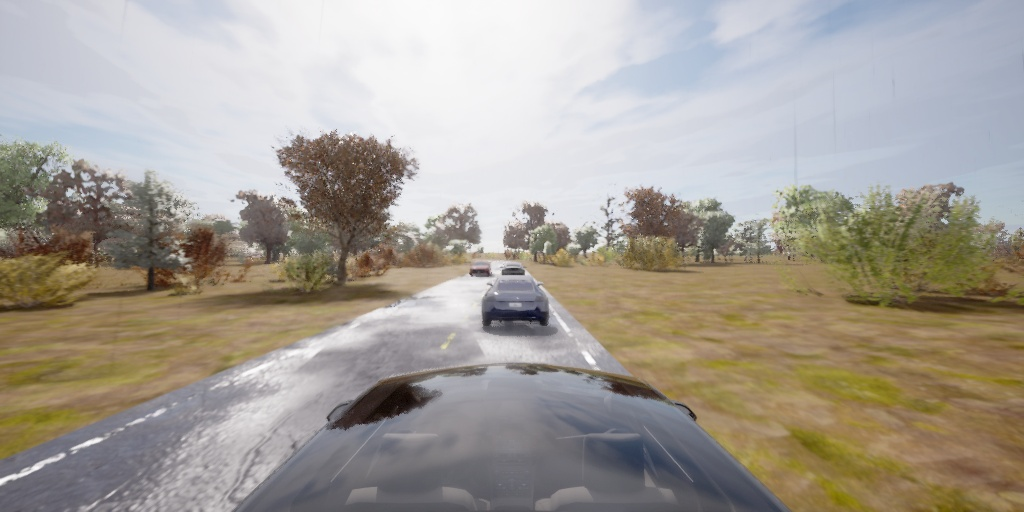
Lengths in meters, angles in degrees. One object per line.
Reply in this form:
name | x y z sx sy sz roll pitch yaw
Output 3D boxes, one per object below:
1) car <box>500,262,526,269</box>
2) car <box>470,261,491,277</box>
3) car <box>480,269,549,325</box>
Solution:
car | 0.094 1.249 29.457 1.837 1.490 4.892 0 0 0
car | -3.099 1.218 35.971 1.882 1.535 5.008 0 0 0
car | 0.097 1.315 11.854 1.994 1.385 4.181 0 0 0
